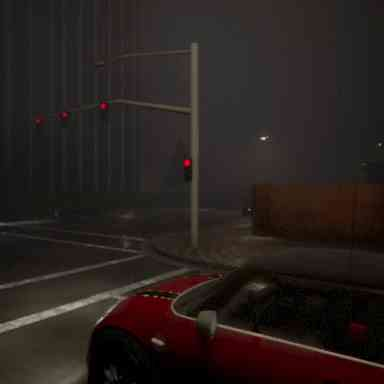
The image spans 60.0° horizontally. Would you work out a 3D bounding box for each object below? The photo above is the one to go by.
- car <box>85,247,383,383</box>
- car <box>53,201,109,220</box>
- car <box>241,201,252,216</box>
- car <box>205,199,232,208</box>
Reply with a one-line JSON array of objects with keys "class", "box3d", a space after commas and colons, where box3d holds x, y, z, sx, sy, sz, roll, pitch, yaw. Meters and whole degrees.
[{"class": "car", "box3d": [1.037, 1.352, 3.215, 4.553, 1.767, 2.097, 0, 0, 36]}, {"class": "car", "box3d": [-9.387, 1.496, 28.439, 2.128, 1.511, 4.902, 0, 0, 35]}, {"class": "car", "box3d": [6.452, 1.564, 32.355, 1.994, 1.385, 4.181, 0, 0, 35]}, {"class": "car", "box3d": [3.705, 1.604, 46.937, 1.895, 1.301, 4.718, 0, 0, 36]}]
